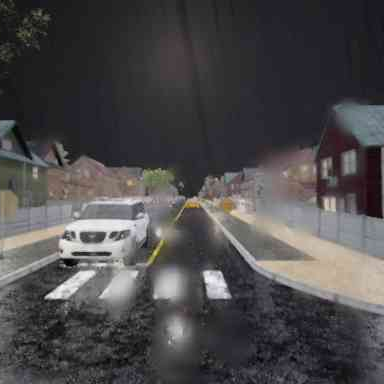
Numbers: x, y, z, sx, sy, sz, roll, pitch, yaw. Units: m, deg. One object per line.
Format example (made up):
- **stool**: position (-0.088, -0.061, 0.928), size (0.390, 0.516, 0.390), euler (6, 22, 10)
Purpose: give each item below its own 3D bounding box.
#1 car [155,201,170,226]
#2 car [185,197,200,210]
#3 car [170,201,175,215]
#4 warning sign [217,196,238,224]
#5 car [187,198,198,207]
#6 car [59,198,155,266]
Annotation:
- **car**: position (-2.856, 1.614, 24.271), size (1.837, 1.490, 4.892), euler (0, 0, 0)
- **car**: position (0.086, 1.716, 47.408), size (1.882, 1.535, 5.008), euler (0, 0, 0)
- **car**: position (-2.851, 1.718, 36.365), size (2.033, 1.411, 5.357), euler (0, 0, 0)
- **warning sign**: position (2.486, 1.228, 23.264), size (1.300, 1.860, 1.060), euler (-2, -2, 0)
- **car**: position (0.077, 1.819, 59.959), size (1.837, 1.490, 4.892), euler (0, 0, 0)
- **car**: position (-2.851, 1.275, 12.172), size (2.150, 2.045, 5.566), euler (0, 0, 0)
